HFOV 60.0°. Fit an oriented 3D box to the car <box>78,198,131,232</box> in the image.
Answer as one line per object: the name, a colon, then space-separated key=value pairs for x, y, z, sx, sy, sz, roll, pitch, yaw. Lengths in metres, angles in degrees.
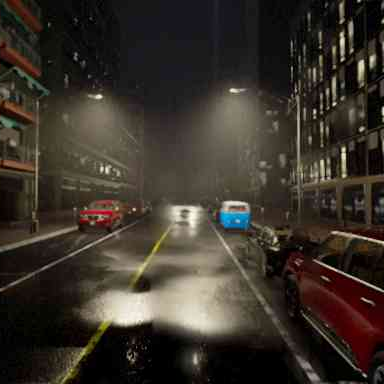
car: x=-5.685 y=1.484 z=21.499 sx=2.192 sy=1.841 sz=5.009 roll=1 pitch=0 yaw=0

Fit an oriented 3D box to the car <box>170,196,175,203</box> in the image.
car: x=-5.731 y=1.970 z=89.875 sx=2.192 sy=1.841 sz=5.009 roll=1 pitch=0 yaw=0

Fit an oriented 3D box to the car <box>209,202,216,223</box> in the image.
car: x=2.663 y=1.777 z=27.078 sx=1.947 sy=1.339 sz=4.313 roll=1 pitch=0 yaw=0

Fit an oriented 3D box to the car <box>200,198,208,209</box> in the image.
car: x=2.638 y=1.943 z=49.869 sx=1.947 sy=1.339 sz=4.313 roll=1 pitch=0 yaw=0

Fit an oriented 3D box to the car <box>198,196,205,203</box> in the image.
car: x=2.627 y=2.041 z=66.963 sx=1.887 sy=1.381 sz=4.507 roll=1 pitch=0 yaw=0

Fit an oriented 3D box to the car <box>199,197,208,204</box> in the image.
car: x=2.634 y=1.983 z=55.568 sx=1.947 sy=1.339 sz=4.313 roll=1 pitch=0 yaw=0

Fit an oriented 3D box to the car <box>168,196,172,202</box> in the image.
car: x=-5.721 y=2.063 z=67.083 sx=1.947 sy=1.339 sz=4.313 roll=1 pitch=0 yaw=0

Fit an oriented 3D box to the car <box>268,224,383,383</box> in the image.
car: x=2.706 y=1.350 z=4.290 sx=2.192 sy=1.841 sz=5.009 roll=1 pitch=0 yaw=0

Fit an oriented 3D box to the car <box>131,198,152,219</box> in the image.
car: x=-5.692 y=1.569 z=32.895 sx=2.192 sy=1.841 sz=5.009 roll=1 pitch=0 yaw=0

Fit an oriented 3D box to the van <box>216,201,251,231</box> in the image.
van: x=2.704 y=1.509 z=21.383 sx=1.690 sy=1.788 sz=3.998 roll=1 pitch=0 yaw=0

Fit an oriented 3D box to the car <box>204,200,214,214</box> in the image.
car: x=2.645 y=1.877 z=38.474 sx=1.802 sy=1.307 sz=4.206 roll=1 pitch=0 yaw=0

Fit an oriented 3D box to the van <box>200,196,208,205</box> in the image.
van: x=2.627 y=1.877 z=72.662 sx=1.690 sy=1.788 sz=3.998 roll=1 pitch=0 yaw=0

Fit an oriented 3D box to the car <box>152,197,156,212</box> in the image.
car: x=-5.699 y=1.736 z=38.594 sx=1.967 sy=1.590 sz=4.097 roll=1 pitch=0 yaw=0

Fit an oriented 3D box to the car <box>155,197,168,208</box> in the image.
car: x=-5.708 y=1.733 z=55.688 sx=2.192 sy=1.841 sz=5.009 roll=1 pitch=0 yaw=0

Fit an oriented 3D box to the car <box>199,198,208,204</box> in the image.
car: x=2.619 y=2.141 z=78.358 sx=1.947 sy=1.339 sz=4.313 roll=1 pitch=0 yaw=0

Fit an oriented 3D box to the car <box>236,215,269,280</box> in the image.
car: x=2.698 y=1.630 z=9.986 sx=2.008 sy=1.369 sz=4.403 roll=1 pitch=0 yaw=0

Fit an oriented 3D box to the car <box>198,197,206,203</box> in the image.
car: x=2.614 y=2.094 z=89.754 sx=1.967 sy=1.590 sz=4.097 roll=1 pitch=0 yaw=0
